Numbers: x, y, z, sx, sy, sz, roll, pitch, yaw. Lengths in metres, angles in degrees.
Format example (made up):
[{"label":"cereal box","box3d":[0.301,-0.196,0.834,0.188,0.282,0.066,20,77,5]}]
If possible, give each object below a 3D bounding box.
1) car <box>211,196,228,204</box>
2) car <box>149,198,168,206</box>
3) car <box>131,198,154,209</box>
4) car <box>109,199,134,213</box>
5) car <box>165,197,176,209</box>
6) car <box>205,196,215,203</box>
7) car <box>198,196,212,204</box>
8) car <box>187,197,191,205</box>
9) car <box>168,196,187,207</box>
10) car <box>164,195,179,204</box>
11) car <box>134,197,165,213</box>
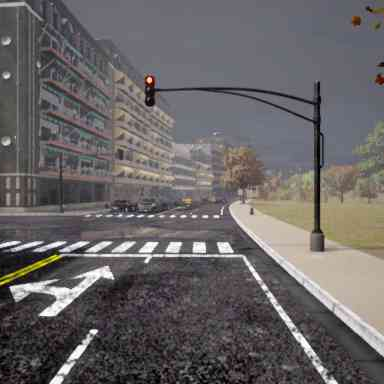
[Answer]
[{"label":"car","box3d":[5.722,1.772,68.634,2.033,1.411,5.357,0,0,9]},{"label":"car","box3d":[-5.738,1.709,58.147,2.033,1.411,5.357,0,0,8]},{"label":"car","box3d":[-7.045,1.664,48.075,2.033,1.411,5.357,0,0,6]},{"label":"car","box3d":[-8.037,1.580,38.379,1.837,1.490,4.892,0,0,5]},{"label":"car","box3d":[-3.892,1.714,47.101,1.895,1.301,4.718,0,0,7]},{"label":"car","box3d":[4.335,1.717,79.323,1.882,1.535,5.008,0,0,12]},{"label":"car","box3d":[2.509,1.717,69.124,2.128,1.511,4.902,0,0,9]},{"label":"car","box3d":[-1.358,1.680,65.569,1.882,1.535,5.008,0,0,9]},{"label":"car","box3d":[-2.670,1.704,56.674,2.033,1.411,5.357,0,0,8]},{"label":"car","box3d":[-4.211,1.568,68.280,2.097,1.767,4.553,0,0,9]},{"label":"car","box3d":[-4.793,1.427,38.154,2.097,1.767,4.553,0,0,5]}]
